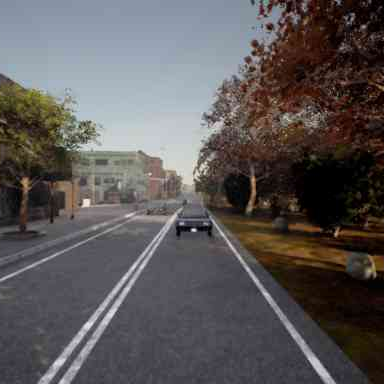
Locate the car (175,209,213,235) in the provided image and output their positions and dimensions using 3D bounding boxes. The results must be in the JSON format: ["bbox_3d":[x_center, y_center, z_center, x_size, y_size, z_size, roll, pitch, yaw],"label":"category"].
[{"bbox_3d":[0.103,1.604,18.770,1.895,1.301,4.718,0,0,0],"label":"car"}]

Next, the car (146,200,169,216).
[{"bbox_3d":[-3.332,1.545,32.496,1.837,1.490,4.892,0,0,0],"label":"car"}]
